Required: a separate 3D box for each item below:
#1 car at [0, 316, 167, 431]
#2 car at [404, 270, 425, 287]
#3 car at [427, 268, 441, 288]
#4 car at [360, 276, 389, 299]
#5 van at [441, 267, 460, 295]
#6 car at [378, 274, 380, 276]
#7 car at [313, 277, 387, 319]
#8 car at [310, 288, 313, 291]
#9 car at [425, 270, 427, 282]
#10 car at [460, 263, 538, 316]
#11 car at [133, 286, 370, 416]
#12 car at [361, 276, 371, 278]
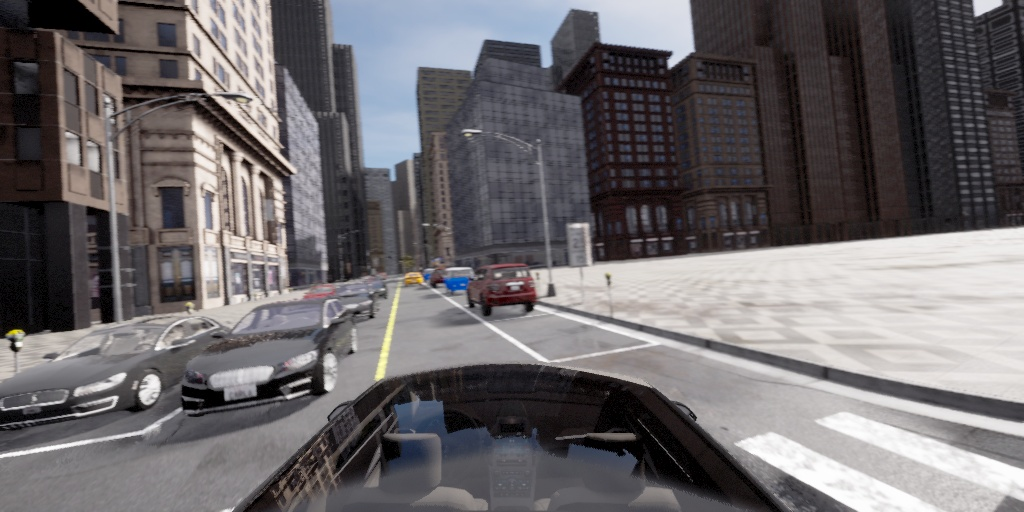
[{"bbox_3d":[-7.065,1.920,6.910,2.007,1.370,4.403,0,0,-17],"label":"car"},{"bbox_3d":[-11.783,2.765,42.725,1.882,1.535,5.008,-4,-1,-17],"label":"car"},{"bbox_3d":[-6.856,2.092,35.496,2.192,1.841,5.009,0,0,-17],"label":"car"},{"bbox_3d":[-9.948,2.438,25.719,1.994,1.385,4.181,-4,-1,-17],"label":"car"},{"bbox_3d":[-3.686,1.702,25.054,1.690,1.789,3.998,0,0,-17],"label":"van"},{"bbox_3d":[-21.323,3.796,53.891,1.888,1.381,4.507,0,0,-17],"label":"car"},{"bbox_3d":[-7.049,1.989,16.144,2.128,1.511,4.902,-4,-1,-17],"label":"car"},{"bbox_3d":[-11.819,2.524,22.571,1.888,1.381,4.507,0,0,-17],"label":"car"},{"bbox_3d":[-8.440,2.538,40.717,2.007,1.370,4.403,0,0,-17],"label":"car"},{"bbox_3d":[-0.517,1.267,14.612,2.192,1.841,5.009,0,0,-17],"label":"car"},{"bbox_3d":[-4.328,1.642,7.137,2.128,1.511,4.902,-4,-1,-16],"label":"car"},{"bbox_3d":[-16.572,3.156,38.231,2.007,1.370,4.403,0,0,-17],"label":"car"}]
